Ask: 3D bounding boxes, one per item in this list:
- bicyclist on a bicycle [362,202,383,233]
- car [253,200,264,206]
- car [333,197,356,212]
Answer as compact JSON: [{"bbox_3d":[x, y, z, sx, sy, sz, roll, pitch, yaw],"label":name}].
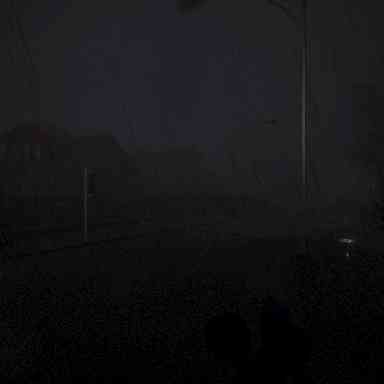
[{"bbox_3d":[9.638,1.349,17.023,1.656,1.620,0.582,0,0,31],"label":"bicyclist on a bicycle"},{"bbox_3d":[7.350,1.356,46.532,5.357,1.415,2.033,0,0,34],"label":"car"},{"bbox_3d":[17.989,1.352,39.148,2.097,1.767,4.553,0,0,32],"label":"car"}]
